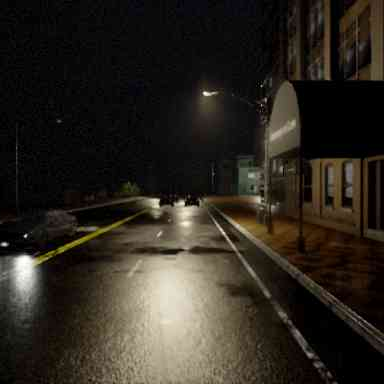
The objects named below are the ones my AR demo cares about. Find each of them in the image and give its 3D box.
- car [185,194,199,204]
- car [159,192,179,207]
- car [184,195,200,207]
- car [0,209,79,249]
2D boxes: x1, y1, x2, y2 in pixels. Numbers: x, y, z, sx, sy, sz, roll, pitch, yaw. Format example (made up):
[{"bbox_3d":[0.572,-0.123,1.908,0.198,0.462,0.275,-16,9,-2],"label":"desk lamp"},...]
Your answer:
[{"bbox_3d":[-0.005,1.136,53.719,2.033,1.411,5.357,0,0,0],"label":"car"},{"bbox_3d":[-3.254,1.161,43.300,2.128,1.511,4.902,0,0,0],"label":"car"},{"bbox_3d":[-0.004,1.230,43.717,1.994,1.385,4.181,0,0,0],"label":"car"},{"bbox_3d":[-6.565,1.439,14.336,2.033,1.411,5.357,0,0,0],"label":"car"}]
